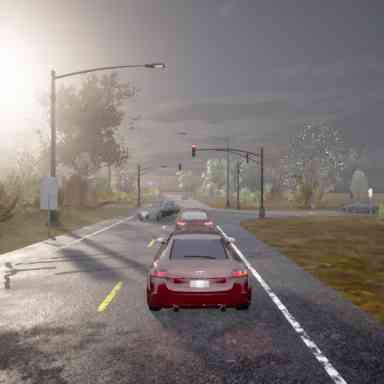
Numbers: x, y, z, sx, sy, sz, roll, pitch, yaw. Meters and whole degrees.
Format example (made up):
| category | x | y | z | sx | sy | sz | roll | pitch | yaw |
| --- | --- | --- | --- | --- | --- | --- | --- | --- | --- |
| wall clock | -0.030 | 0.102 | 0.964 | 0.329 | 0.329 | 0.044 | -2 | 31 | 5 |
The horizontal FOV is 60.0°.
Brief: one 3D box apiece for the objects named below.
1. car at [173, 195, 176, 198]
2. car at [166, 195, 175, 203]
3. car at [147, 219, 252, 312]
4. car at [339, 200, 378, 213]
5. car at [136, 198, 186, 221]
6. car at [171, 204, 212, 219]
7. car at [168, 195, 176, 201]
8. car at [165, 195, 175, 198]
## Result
| category | x | y | z | sx | sy | sz | roll | pitch | yaw |
| --- | --- | --- | --- | --- | --- | --- | --- | --- | --- |
| car | -4.366 | 1.567 | 62.340 | 1.994 | 1.385 | 4.181 | 0 | 0 | -1 |
| car | -4.607 | 1.482 | 72.715 | 1.882 | 1.535 | 5.008 | 0 | 0 | -2 |
| car | 0.099 | 1.564 | 7.784 | 1.994 | 1.385 | 4.181 | 0 | 0 | -1 |
| car | 18.679 | 1.577 | 36.992 | 4.181 | 1.385 | 1.994 | 0 | 0 | 1 |
| car | -2.677 | 1.492 | 26.889 | 2.128 | 1.511 | 4.902 | -1 | 0 | 22 |
| car | 0.061 | 1.526 | 16.544 | 1.812 | 1.442 | 4.674 | 0 | 0 | -2 |
| car | -4.969 | 1.484 | 83.162 | 1.882 | 1.535 | 5.008 | 0 | 0 | -2 |
| car | -4.158 | 1.603 | 53.151 | 1.895 | 1.301 | 4.718 | 0 | 0 | -1 |
